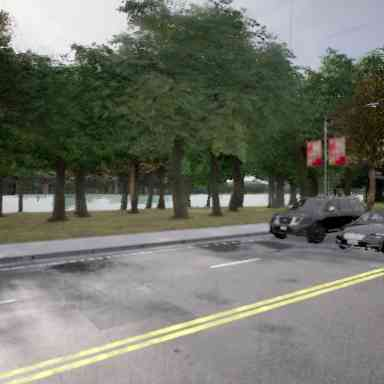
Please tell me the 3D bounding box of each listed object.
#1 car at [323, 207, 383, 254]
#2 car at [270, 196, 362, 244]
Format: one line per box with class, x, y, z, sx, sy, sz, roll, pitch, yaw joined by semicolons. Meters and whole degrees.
car;7.658;1.501;13.166;4.902;1.511;2.128;0;0;-36
car;6.236;1.232;16.143;5.566;2.045;2.150;0;0;-36
